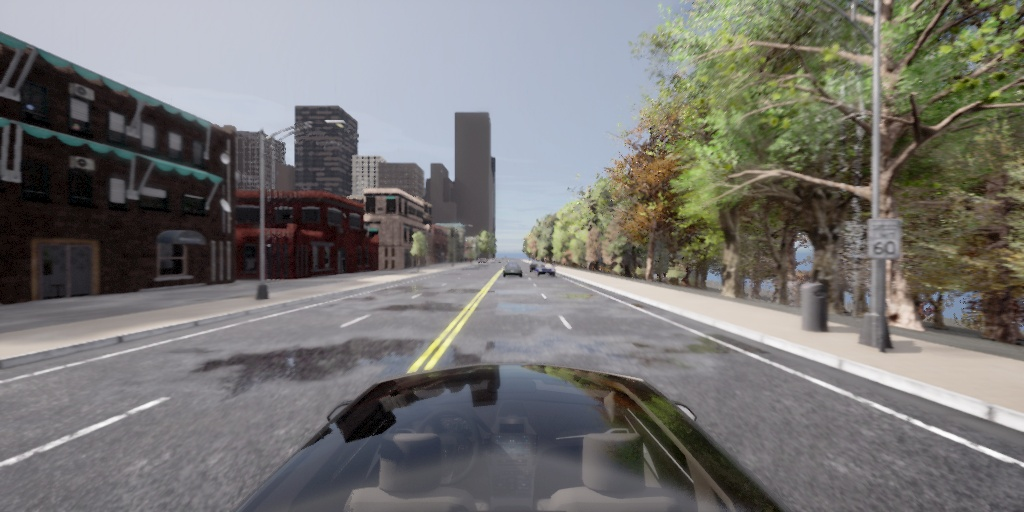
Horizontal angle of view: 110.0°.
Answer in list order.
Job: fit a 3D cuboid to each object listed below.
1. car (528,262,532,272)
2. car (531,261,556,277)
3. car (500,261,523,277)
[{"bbox_3d":[3.276,1.350,47.907,1.882,1.535,5.008,0,0,0],"label":"car"},{"bbox_3d":[3.337,1.445,36.733,1.895,1.301,4.718,0,0,0],"label":"car"},{"bbox_3d":[0.077,1.408,36.473,1.994,1.385,4.181,0,0,1],"label":"car"}]
